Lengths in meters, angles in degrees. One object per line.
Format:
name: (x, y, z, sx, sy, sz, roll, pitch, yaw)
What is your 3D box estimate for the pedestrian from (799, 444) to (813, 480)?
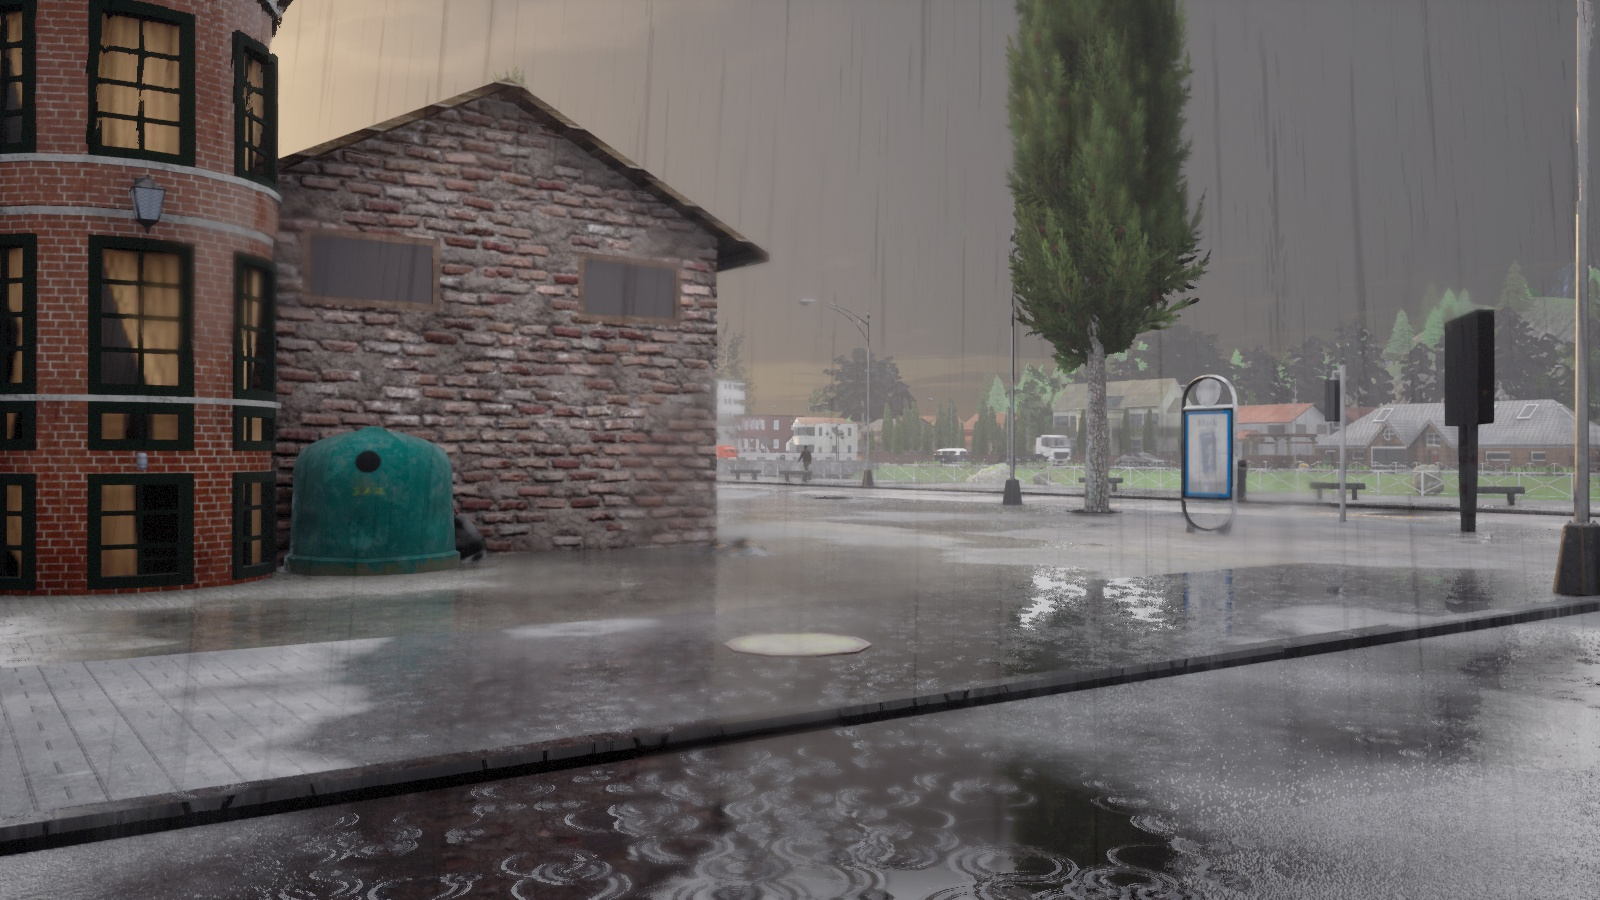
pedestrian: (0.307, 0.611, 64.173, 0.431, 1.840, 0.703, 0, 0, -30)
